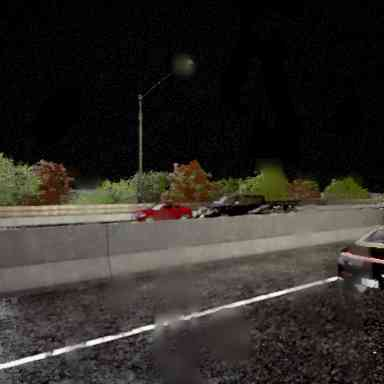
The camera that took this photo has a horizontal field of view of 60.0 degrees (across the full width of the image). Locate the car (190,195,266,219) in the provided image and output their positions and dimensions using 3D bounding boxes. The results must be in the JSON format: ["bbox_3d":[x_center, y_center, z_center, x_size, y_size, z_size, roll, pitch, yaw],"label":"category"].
[{"bbox_3d":[2.959,1.221,23.185,5.566,2.045,2.150,0,0,-35],"label":"car"}]

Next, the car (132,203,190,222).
[{"bbox_3d":[-2.036,1.522,23.959,4.674,1.442,1.812,0,0,-35],"label":"car"}]

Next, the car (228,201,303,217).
[{"bbox_3d":[4.781,1.505,20.185,4.892,1.490,1.837,0,0,-35],"label":"car"}]

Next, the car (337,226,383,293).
[{"bbox_3d":[5.316,1.494,7.626,4.902,1.511,2.128,0,0,-35],"label":"car"}]
